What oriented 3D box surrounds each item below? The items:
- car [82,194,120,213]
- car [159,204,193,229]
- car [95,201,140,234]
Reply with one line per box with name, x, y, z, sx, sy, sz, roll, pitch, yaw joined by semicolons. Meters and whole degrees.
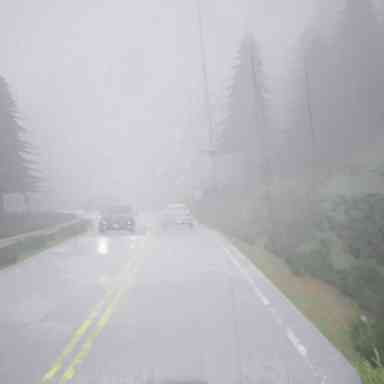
car;-10.508;1.309;38.539;5.566;2.045;2.150;-2;2;42
car;-1.106;1.487;21.592;1.812;1.442;4.674;-1;0;-9
car;-4.155;1.507;19.364;1.837;1.490;4.892;1;-1;-7
